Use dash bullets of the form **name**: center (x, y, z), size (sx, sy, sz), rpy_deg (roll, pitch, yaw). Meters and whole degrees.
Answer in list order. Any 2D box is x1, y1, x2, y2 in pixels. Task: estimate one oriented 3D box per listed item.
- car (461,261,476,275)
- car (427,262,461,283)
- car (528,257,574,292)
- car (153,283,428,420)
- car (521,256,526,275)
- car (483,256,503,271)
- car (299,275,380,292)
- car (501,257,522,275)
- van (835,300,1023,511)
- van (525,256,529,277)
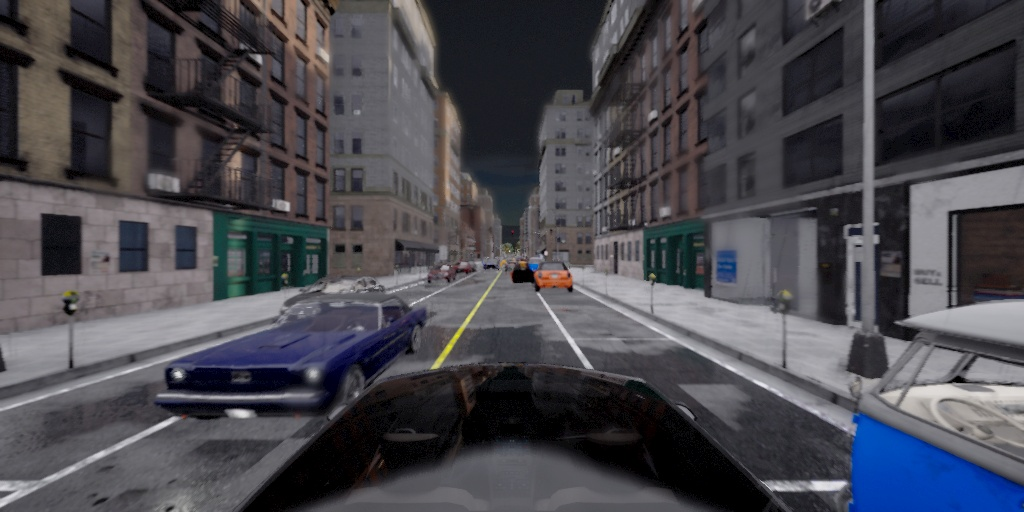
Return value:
- **car**: center (-5.372, 1.265, 38.915), size (1.888, 1.381, 4.507), rpy_deg (0, 0, 0)
- **car**: center (-5.377, 1.312, 27.893), size (1.802, 1.307, 4.207), rpy_deg (0, 0, 0)
- **car**: center (2.272, 1.087, 21.208), size (2.097, 1.767, 4.553), rpy_deg (0, 0, 0)
- **car**: center (-2.846, 1.347, 5.970), size (1.895, 1.301, 4.718), rpy_deg (0, 0, 0)
- **car**: center (2.655, 1.029, 44.423), size (2.192, 1.841, 5.009), rpy_deg (0, 0, 0)
- **car**: center (-2.731, 1.073, 48.834), size (2.097, 1.767, 4.553), rpy_deg (0, 0, 0)
- **car**: center (-5.383, 1.293, 11.359), size (2.007, 1.370, 4.403), rpy_deg (0, 0, 0)
- **car**: center (0.063, 1.205, 44.963), size (2.128, 1.511, 4.902), rpy_deg (0, 0, 0)
- **van**: center (2.638, 1.092, 0.335), size (1.690, 1.789, 3.998), rpy_deg (0, 0, 0)
- **van**: center (2.653, 1.061, 38.911), size (1.690, 1.789, 3.998), rpy_deg (0, 0, 0)
